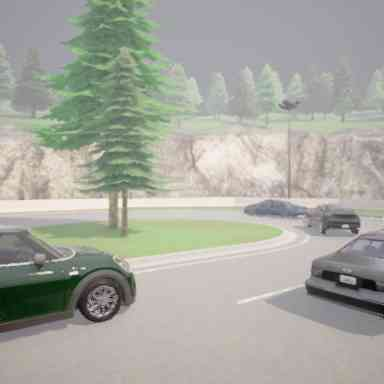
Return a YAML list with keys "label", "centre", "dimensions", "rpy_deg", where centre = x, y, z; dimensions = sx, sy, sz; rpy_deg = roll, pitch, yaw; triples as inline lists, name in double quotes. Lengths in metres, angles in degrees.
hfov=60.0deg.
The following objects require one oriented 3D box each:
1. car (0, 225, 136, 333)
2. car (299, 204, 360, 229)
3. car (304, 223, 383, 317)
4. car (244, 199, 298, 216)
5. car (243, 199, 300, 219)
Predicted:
- label: "car"
  centre: [-3.263, 1.346, 5.650]
  dimensions: [4.553, 1.767, 2.097]
  rpy_deg: [0, 0, -36]
- label: "car"
  centre: [7.757, 1.433, 18.756]
  dimensions: [1.837, 1.490, 4.892]
  rpy_deg: [2, 0, 5]
- label: "car"
  centre: [4.654, 1.516, 7.100]
  dimensions: [5.357, 1.411, 2.033]
  rpy_deg: [0, 0, -36]
- label: "car"
  centre: [7.549, 1.418, 32.069]
  dimensions: [4.674, 1.442, 1.812]
  rpy_deg: [0, 0, 37]
- label: "car"
  centre: [7.093, 1.450, 28.453]
  dimensions: [5.357, 1.411, 2.033]
  rpy_deg: [0, 0, 41]
